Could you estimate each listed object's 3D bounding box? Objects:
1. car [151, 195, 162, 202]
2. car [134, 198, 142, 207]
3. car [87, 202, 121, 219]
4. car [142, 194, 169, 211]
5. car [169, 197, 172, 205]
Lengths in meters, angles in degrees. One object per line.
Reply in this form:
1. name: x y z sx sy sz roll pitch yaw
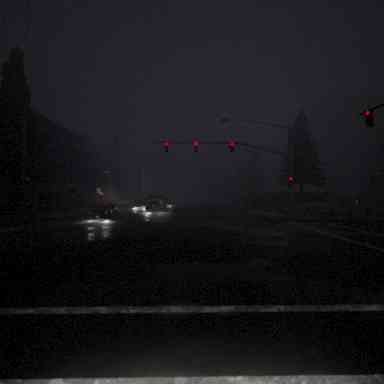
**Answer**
1. car: -8.276 1.498 77.861 2.128 1.511 4.902 0 0 -1
2. car: -7.917 1.593 52.259 1.895 1.301 4.718 0 0 -1
3. car: -7.601 1.563 29.220 2.033 1.411 5.357 0 0 -1
4. car: -4.349 1.214 40.390 2.150 2.045 5.566 0 0 -1
5. car: -4.577 1.515 58.377 1.812 1.442 4.674 0 0 -1
